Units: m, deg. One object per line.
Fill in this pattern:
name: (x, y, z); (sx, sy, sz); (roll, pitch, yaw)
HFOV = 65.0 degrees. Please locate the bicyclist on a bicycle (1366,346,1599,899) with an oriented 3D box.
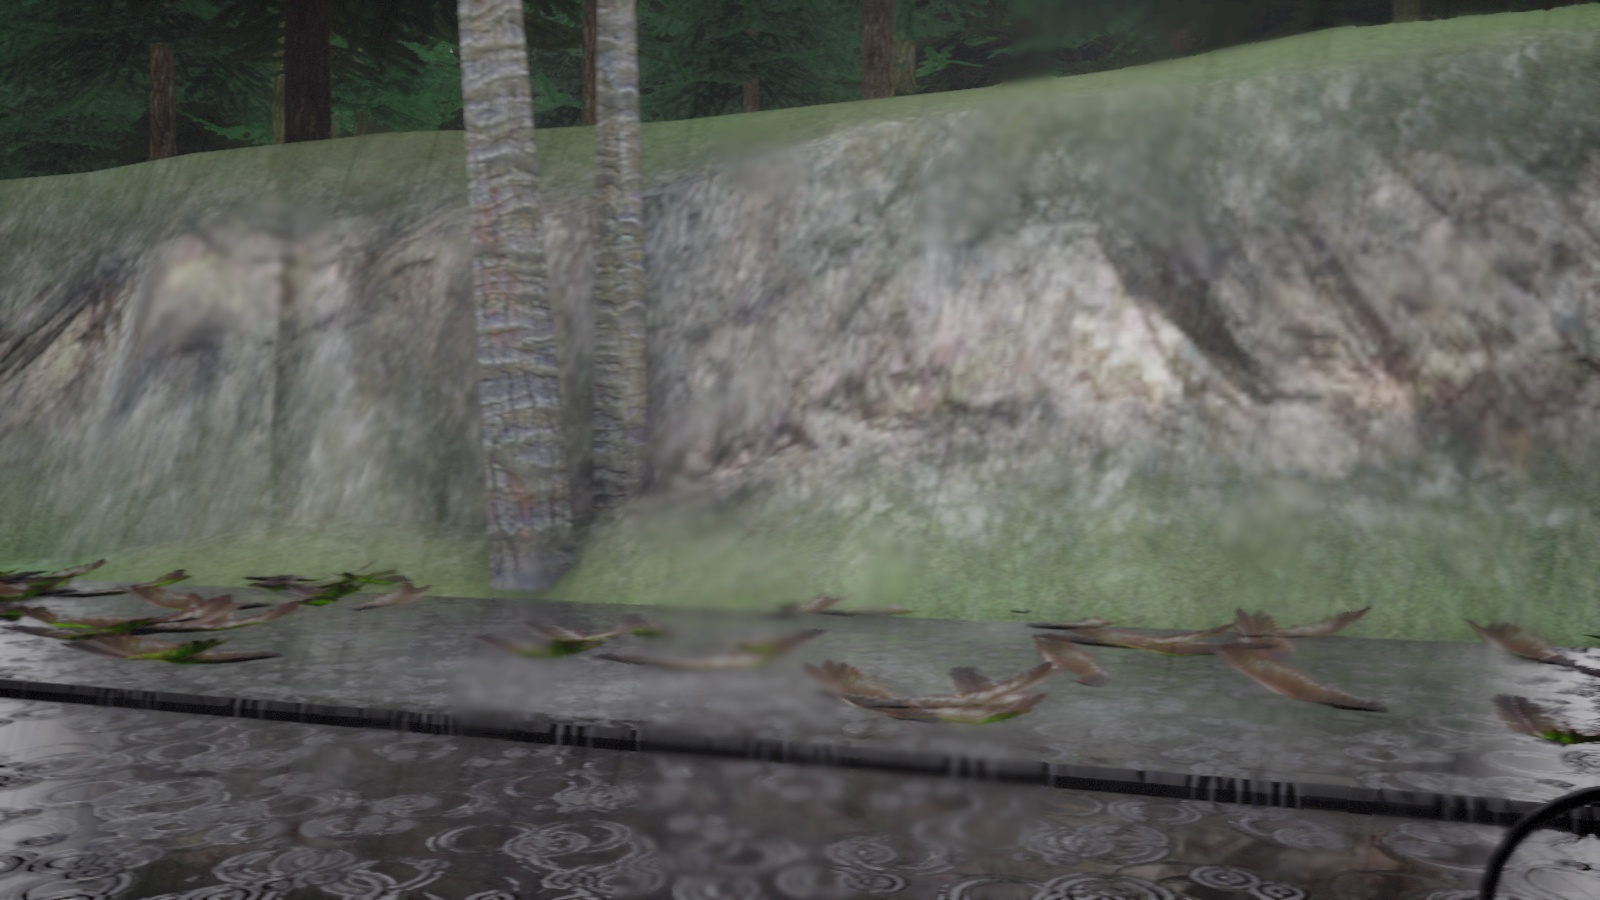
bicyclist on a bicycle: (2.365, 0.660, 2.923); (1.843, 1.776, 0.659); (0, 1, 19)
